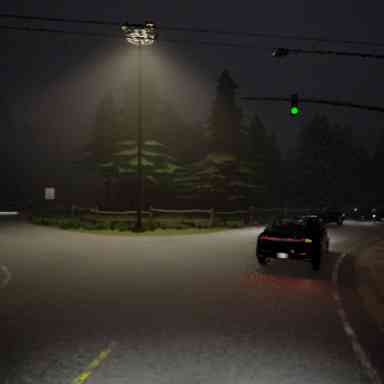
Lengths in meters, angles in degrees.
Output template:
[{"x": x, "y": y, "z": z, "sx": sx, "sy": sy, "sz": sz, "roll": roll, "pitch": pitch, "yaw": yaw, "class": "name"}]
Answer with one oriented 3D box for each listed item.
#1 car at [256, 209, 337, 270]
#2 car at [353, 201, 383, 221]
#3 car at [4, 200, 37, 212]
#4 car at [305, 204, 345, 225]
[{"x": 3.609, "y": 1.564, "z": 11.471, "sx": 2.128, "sy": 1.511, "sz": 4.902, "roll": 0, "pitch": 0, "yaw": 26, "class": "car"}, {"x": 16.210, "y": 1.577, "z": 29.566, "sx": 4.553, "sy": 1.767, "sz": 2.097, "roll": 1, "pitch": 0, "yaw": -39, "class": "car"}, {"x": -20.209, "y": 1.610, "z": 39.406, "sx": 1.994, "sy": 1.385, "sz": 4.181, "roll": 0, "pitch": 0, "yaw": 5, "class": "car"}, {"x": 9.075, "y": 1.646, "z": 23.725, "sx": 4.902, "sy": 1.511, "sz": 2.128, "roll": 1, "pitch": 0, "yaw": -40, "class": "car"}]
